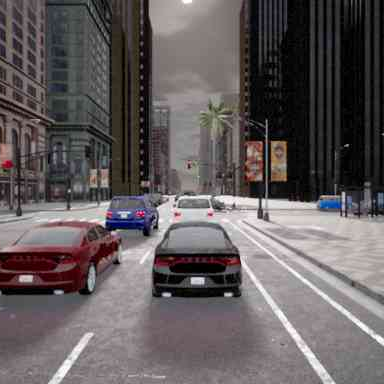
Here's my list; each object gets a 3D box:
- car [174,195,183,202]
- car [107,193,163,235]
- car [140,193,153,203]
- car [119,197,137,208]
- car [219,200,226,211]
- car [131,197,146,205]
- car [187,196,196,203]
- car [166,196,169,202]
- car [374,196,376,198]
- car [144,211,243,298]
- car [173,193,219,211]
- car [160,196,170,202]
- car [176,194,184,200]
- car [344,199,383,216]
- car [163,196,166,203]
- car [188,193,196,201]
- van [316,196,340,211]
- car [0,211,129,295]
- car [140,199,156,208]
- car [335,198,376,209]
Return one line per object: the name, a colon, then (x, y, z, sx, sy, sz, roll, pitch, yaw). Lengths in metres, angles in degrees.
car: (-3.294, 1.625, 81.645, 1.837, 1.490, 4.892, 0, 0, 0)
car: (-3.189, 1.251, 18.633, 2.150, 2.045, 5.566, 0, 0, 2)
car: (-9.789, 1.343, 71.881, 2.150, 2.045, 5.566, 0, 0, 0)
car: (-9.911, 1.575, 51.838, 2.128, 1.511, 4.902, 0, 0, -3)
car: (1.871, 1.569, 40.678, 1.837, 1.490, 4.892, -4, 3, -44)
car: (-9.846, 1.625, 61.482, 1.812, 1.442, 4.674, 0, 0, 0)
car: (-0.031, 1.595, 71.765, 1.882, 1.535, 5.008, 0, 0, 0)
car: (-6.538, 1.710, 70.428, 1.895, 1.301, 4.718, 0, 0, 0)
car: (22.722, 1.347, 39.807, 5.009, 1.841, 2.192, 0, 0, 0)
car: (0.094, 1.491, 8.615, 1.882, 1.535, 5.008, 0, 0, 0)
car: (0.092, 1.251, 18.575, 2.150, 2.045, 5.566, 0, 0, 0)
car: (-6.543, 1.657, 80.622, 2.128, 1.511, 4.902, 0, 0, 0)
car: (-3.299, 1.339, 92.035, 2.097, 1.767, 4.553, 0, 0, 0)
car: (17.053, 1.598, 31.277, 4.403, 1.369, 2.008, 0, 0, 0)
car: (-6.604, 1.319, 60.357, 2.150, 2.045, 5.566, 0, 0, 1)
car: (-0.050, 1.376, 92.092, 2.150, 2.045, 5.566, 0, 0, 0)
van: (17.045, 1.377, 39.802, 3.998, 1.788, 1.690, 0, 0, 0)
car: (-3.155, 1.491, 8.768, 1.882, 1.535, 5.008, 0, 0, 0)
car: (-6.606, 1.682, 50.589, 1.895, 1.301, 4.718, 0, 0, -1)
car: (19.030, 1.639, 37.143, 4.718, 1.301, 1.895, 0, 0, 0)
